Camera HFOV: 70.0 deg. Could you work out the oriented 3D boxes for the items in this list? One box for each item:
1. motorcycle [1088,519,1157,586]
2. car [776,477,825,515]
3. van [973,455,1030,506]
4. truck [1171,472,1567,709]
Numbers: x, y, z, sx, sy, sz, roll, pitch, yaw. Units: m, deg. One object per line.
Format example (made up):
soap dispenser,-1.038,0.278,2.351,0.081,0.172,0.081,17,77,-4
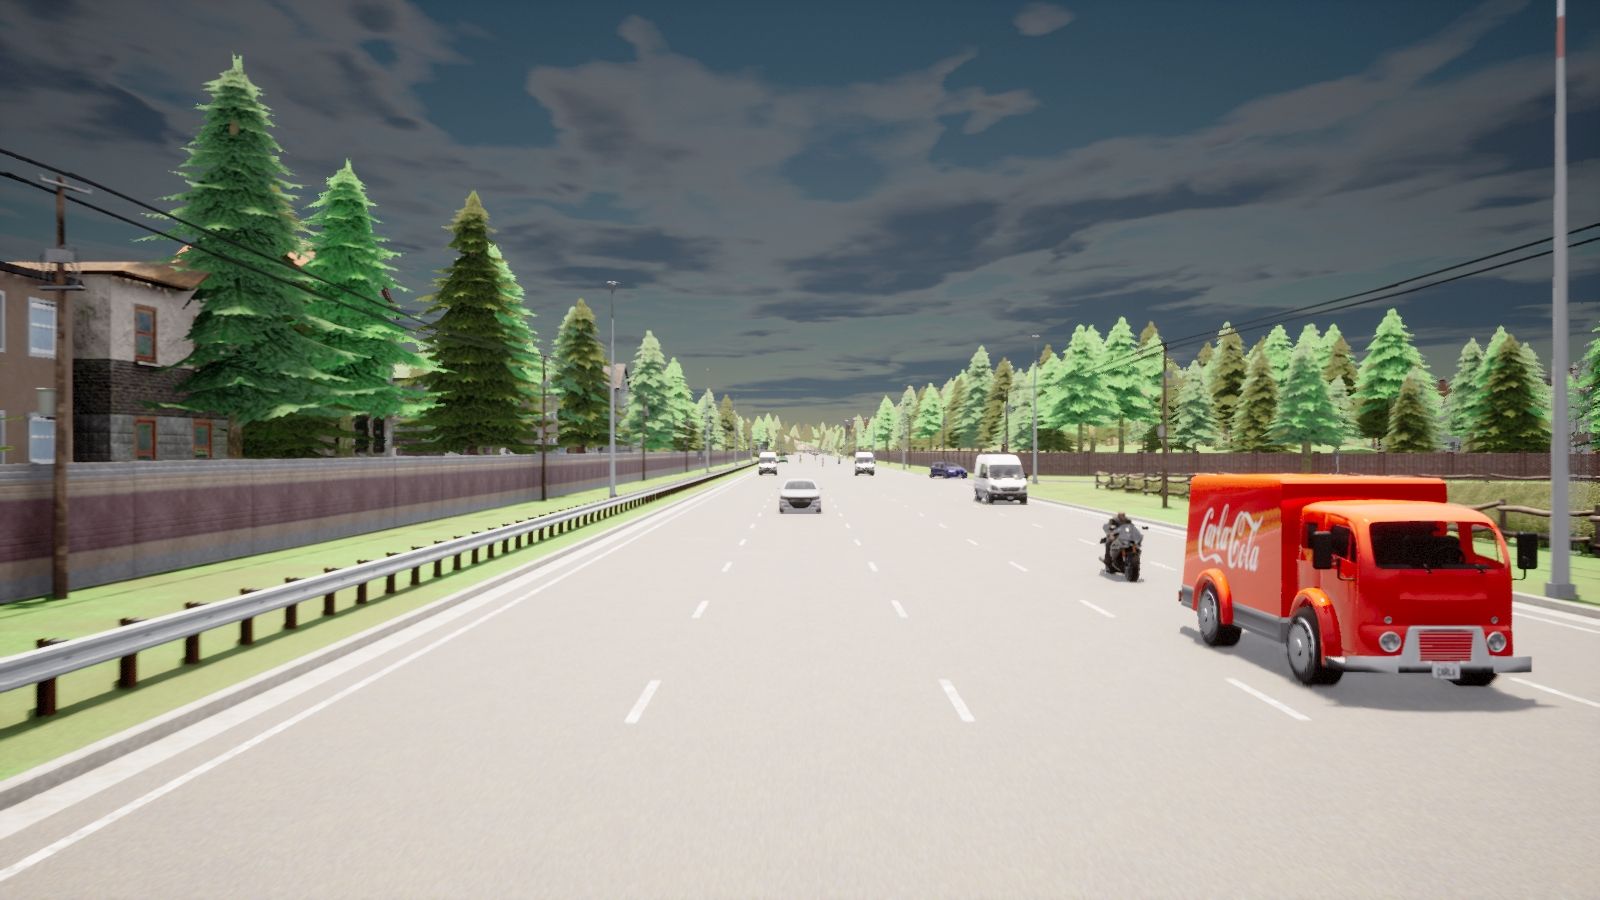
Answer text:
motorcycle,7.002,2.205,24.927,0.867,1.251,2.209,0,0,0
car,0.006,2.034,51.657,2.097,1.535,5.006,0,0,0
van,10.503,1.534,59.962,1.988,2.561,5.915,0,0,0
truck,7.009,1.568,14.984,2.627,2.467,5.204,0,0,0
